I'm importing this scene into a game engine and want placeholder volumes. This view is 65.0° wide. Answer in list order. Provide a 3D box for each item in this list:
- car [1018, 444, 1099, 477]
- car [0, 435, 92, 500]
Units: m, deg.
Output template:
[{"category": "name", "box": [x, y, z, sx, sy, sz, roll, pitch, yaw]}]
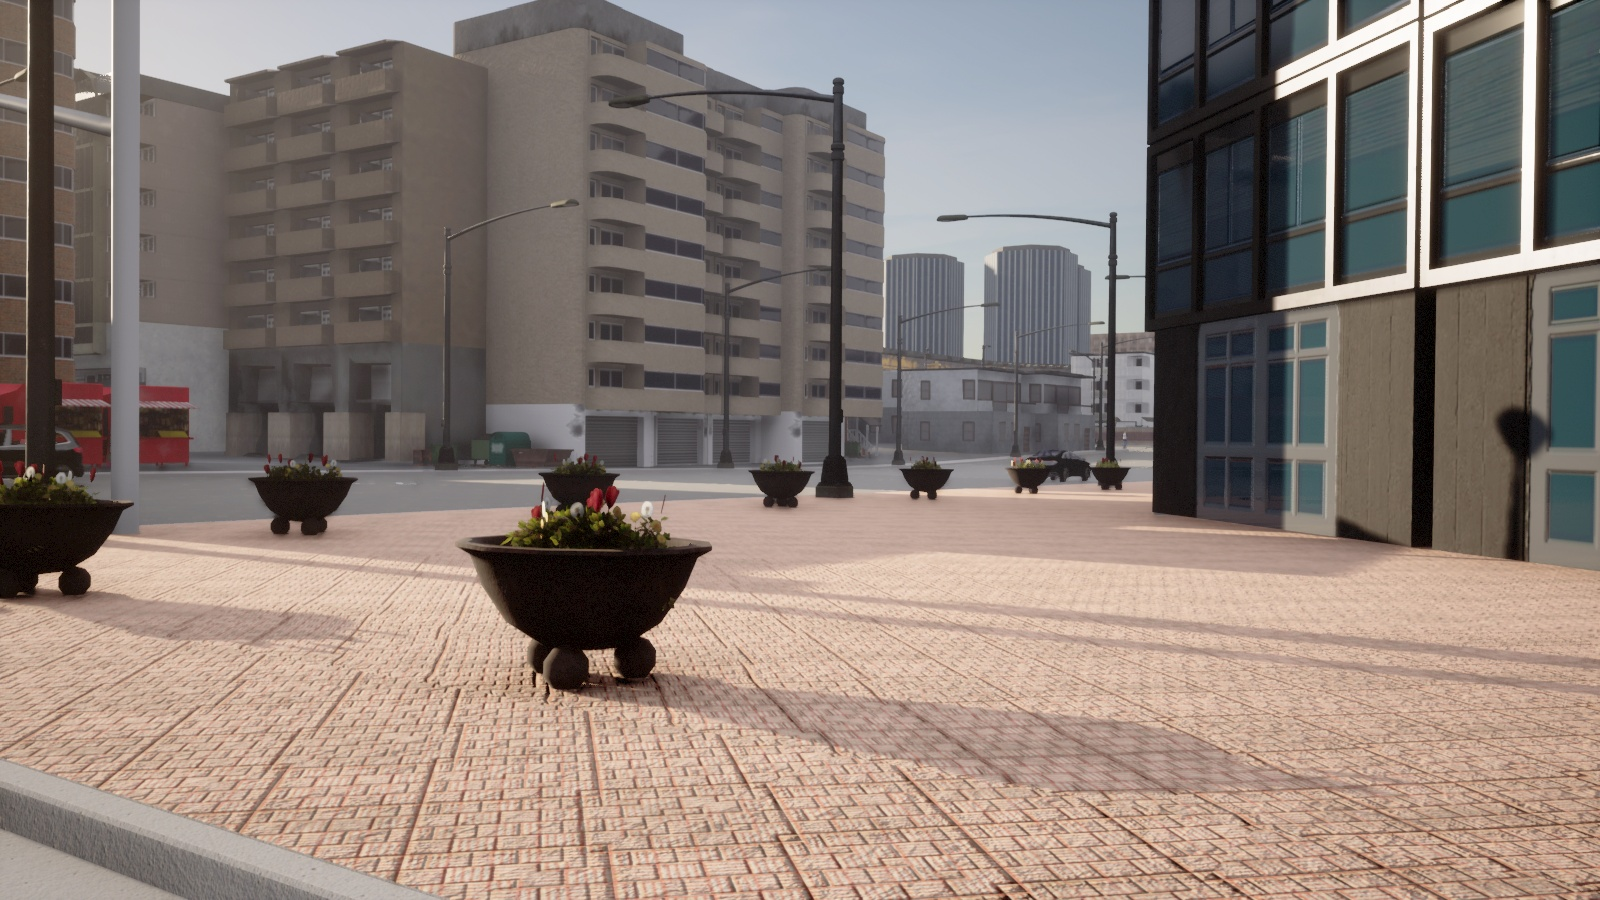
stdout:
[{"category": "car", "box": [12.394, 0.482, 59.872, 2.128, 1.511, 4.902, 0, 0, 33]}, {"category": "car", "box": [-21.729, 0.455, 33.297, 2.242, 1.667, 4.611, 0, 0, 33]}]
